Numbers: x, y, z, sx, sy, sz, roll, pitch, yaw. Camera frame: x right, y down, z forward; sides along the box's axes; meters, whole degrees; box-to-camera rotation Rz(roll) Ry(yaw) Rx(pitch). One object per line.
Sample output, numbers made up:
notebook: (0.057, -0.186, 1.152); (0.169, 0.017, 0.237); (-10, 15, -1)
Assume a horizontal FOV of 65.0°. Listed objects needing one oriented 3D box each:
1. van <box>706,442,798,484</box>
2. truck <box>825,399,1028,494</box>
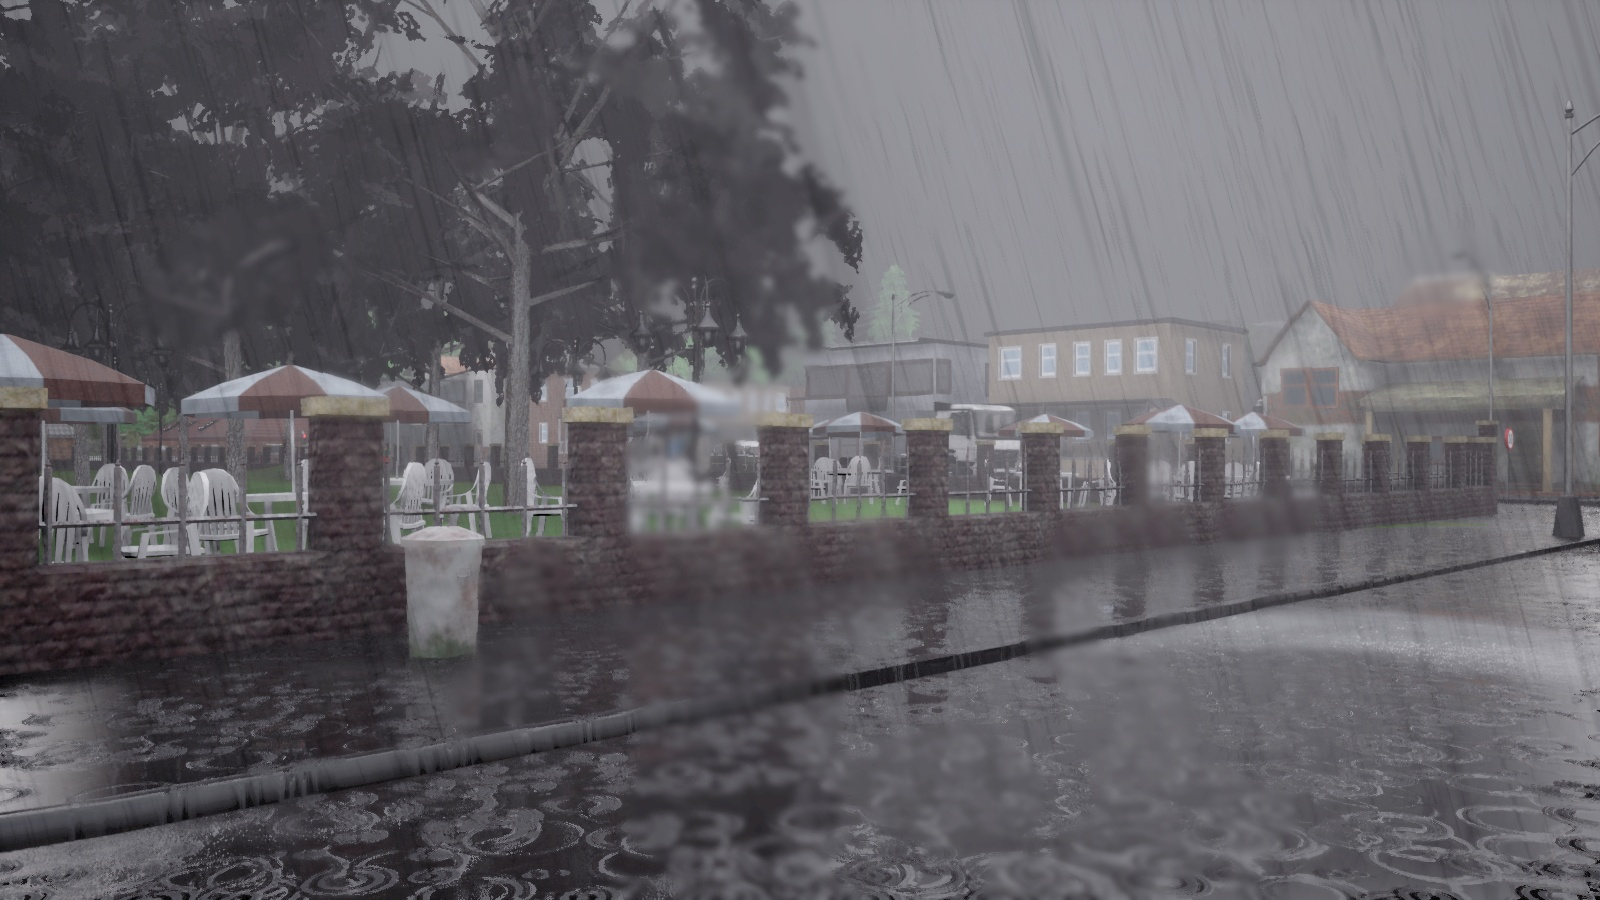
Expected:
van: (-2.443, 0.621, 62.557); (4.480, 2.038, 2.069); (0, 0, 45)
truck: (4.882, -0.126, 49.736); (7.936, 3.462, 2.891); (0, 0, 45)
